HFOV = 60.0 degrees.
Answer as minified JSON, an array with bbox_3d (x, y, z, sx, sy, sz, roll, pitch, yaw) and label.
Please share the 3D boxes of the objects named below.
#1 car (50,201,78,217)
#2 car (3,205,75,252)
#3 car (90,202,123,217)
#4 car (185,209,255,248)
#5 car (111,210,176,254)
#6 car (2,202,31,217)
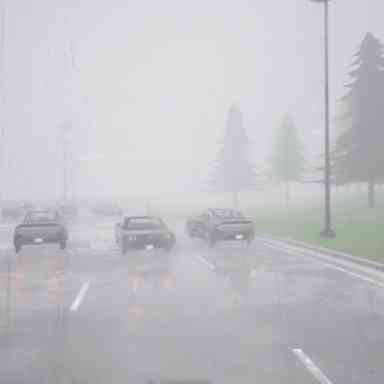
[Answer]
[{"bbox_3d":[-12.703,1.596,32.146,1.882,1.535,5.008,0,0,-41],"label":"car"},{"bbox_3d":[-6.357,1.549,14.380,2.128,1.511,4.902,0,0,-19],"label":"car"},{"bbox_3d":[-8.355,1.650,32.408,1.994,1.385,4.181,0,0,-39],"label":"car"},{"bbox_3d":[1.086,1.495,14.969,2.128,1.511,4.902,0,0,-17],"label":"car"},{"bbox_3d":[-2.116,1.627,13.688,1.895,1.301,4.718,0,0,-17],"label":"car"},{"bbox_3d":[-15.477,1.629,29.659,2.128,1.511,4.902,0,0,-41],"label":"car"}]
